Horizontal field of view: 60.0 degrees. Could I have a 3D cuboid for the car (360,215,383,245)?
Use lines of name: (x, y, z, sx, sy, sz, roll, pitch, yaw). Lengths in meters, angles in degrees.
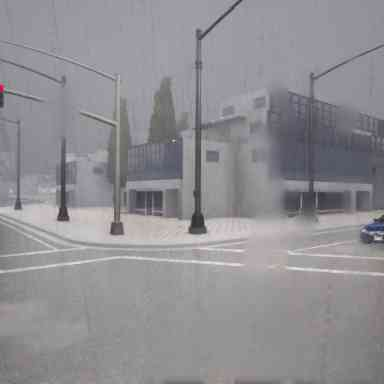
car: (9.270, 1.586, 14.678, 4.674, 1.442, 1.812, 0, 0, -38)
